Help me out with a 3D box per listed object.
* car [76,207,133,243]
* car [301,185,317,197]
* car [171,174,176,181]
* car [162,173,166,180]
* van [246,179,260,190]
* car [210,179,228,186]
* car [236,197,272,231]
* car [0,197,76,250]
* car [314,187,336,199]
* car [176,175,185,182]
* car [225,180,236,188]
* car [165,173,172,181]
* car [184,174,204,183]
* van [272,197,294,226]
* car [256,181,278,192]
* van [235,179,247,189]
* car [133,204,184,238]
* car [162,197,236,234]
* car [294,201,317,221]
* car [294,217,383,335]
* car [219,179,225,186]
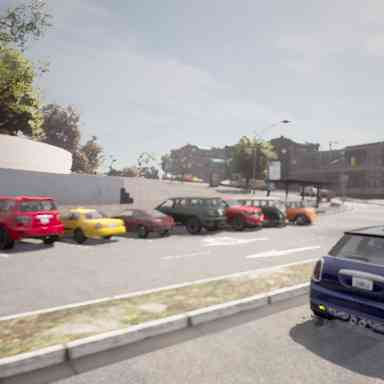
[{"bbox_3d":[-5.654,1.516,16.377,5.366,1.575,1.946,-1,-1,35],"label":"car"},{"bbox_3d":[20.034,-0.249,55.864,2.435,2.045,5.566,7,3,35],"label":"car"},{"bbox_3d":[-2.564,-3.674,87.833,2.185,1.767,4.553,6,3,34],"label":"car"},{"bbox_3d":[-6.065,-4.186,92.651,2.435,2.045,5.566,1,-2,34],"label":"car"},{"bbox_3d":[13.063,-1.314,65.612,1.878,1.987,4.442,7,3,35],"label":"van"},{"bbox_3d":[6.186,-2.140,75.597,2.002,1.452,4.674,7,3,35],"label":"car"},{"bbox_3d":[1.892,1.314,21.470,5.566,2.045,2.435,-1,-1,35],"label":"car"},{"bbox_3d":[-7.973,1.250,14.549,5.566,2.045,2.435,-1,-1,35],"label":"car"},{"bbox_3d":[21.723,0.313,53.391,2.002,1.452,4.674,7,3,35],"label":"car"},{"bbox_3d":[-0.769,-3.522,85.367,2.435,2.045,5.566,7,3,34],"label":"car"},{"bbox_3d":[9.759,-1.634,70.814,1.946,1.575,5.366,7,3,35],"label":"car"},{"bbox_3d":[-4.294,-3.909,90.303,2.185,1.767,4.553,4,1,33],"label":"car"},{"bbox_3d":[1.081,-2.999,83.107,1.946,1.575,5.366,7,3,34],"label":"car"},{"bbox_3d":[4.430,1.355,23.140,4.442,1.987,1.878,-1,-1,35],"label":"van"},{"bbox_3d":[14.823,-0.815,63.249,2.231,1.521,4.892,7,3,35],"label":"car"},{"bbox_3d":[11.335,-1.587,68.084,1.878,1.987,4.442,7,3,35],"label":"van"},{"bbox_3d":[-3.048,1.573,18.005,4.674,1.452,2.002,-1,-1,35],"label":"car"},{"bbox_3d":[-0.621,1.298,19.764,5.566,2.045,2.435,-1,-1,35],"label":"car"},{"bbox_3d":[6.838,1.473,24.891,4.553,1.767,2.185,-1,-1,35],"label":"car"},{"bbox_3d":[4.254,1.388,6.149,4.553,1.767,2.097,1,0,-35],"label":"car"},{"bbox_3d":[7.928,-1.866,73.135,2.002,1.452,4.674,7,3,35],"label":"car"}]
